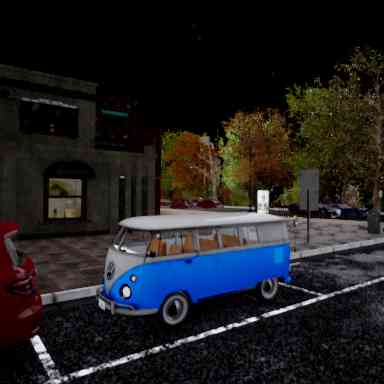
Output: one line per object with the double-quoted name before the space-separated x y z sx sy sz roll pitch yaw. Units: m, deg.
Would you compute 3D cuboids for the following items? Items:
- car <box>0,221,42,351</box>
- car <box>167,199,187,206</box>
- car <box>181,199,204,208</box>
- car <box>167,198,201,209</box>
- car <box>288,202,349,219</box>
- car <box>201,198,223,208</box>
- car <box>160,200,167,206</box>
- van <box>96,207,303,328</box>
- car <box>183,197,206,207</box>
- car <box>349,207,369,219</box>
"car" -4.282 1.315 3.491 5.009 1.841 2.192 0 1 -35
"car" -3.074 2.166 68.129 1.812 1.442 4.674 1 -1 -34
"car" 0.009 2.019 57.833 1.812 1.442 4.674 1 -1 -34
"car" -1.209 1.681 47.851 2.097 1.767 4.553 1 -1 -34
"car" 10.940 1.599 29.883 2.128 1.511 4.902 1 -1 -34
"car" 2.604 1.877 48.000 1.812 1.442 4.674 1 -1 -34
"car" -5.781 2.199 66.330 1.895 1.301 4.718 1 -1 -34
"van" 0.225 1.342 6.716 3.998 1.788 1.690 0 1 -35
"car" 0.444 1.930 63.013 2.097 1.767 4.553 1 -1 -34
"car" 13.984 1.744 31.180 1.895 1.301 4.718 1 -1 -34
